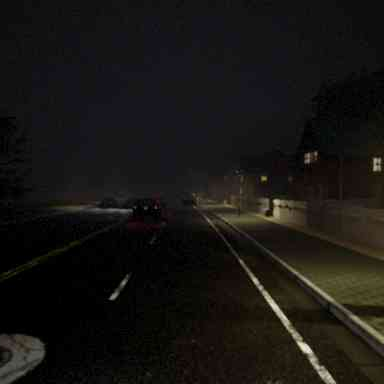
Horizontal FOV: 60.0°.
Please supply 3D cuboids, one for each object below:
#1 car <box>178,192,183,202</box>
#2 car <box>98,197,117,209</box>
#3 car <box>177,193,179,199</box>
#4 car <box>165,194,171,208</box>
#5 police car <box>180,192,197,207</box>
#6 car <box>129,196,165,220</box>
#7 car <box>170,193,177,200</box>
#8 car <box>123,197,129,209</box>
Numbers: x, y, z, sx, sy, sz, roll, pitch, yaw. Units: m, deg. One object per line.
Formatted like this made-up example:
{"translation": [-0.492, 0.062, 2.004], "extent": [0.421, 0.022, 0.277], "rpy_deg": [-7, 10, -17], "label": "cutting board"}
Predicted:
{"translation": [-0.947, 1.276, 58.754], "extent": [1.882, 1.535, 5.008], "rpy_deg": [0, 0, -4], "label": "car"}
{"translation": [-10.917, 1.388, 43.365], "extent": [1.812, 1.442, 4.674], "rpy_deg": [0, 0, -3], "label": "car"}
{"translation": [-1.360, 1.006, 64.807], "extent": [2.150, 2.045, 5.566], "rpy_deg": [0, 0, -4], "label": "car"}
{"translation": [-4.306, 1.339, 44.928], "extent": [2.128, 1.511, 4.902], "rpy_deg": [0, 0, -3], "label": "car"}
{"translation": [-0.356, 1.253, 48.814], "extent": [1.930, 1.638, 5.238], "rpy_deg": [0, 0, -3], "label": "police car"}
{"translation": [-3.602, 1.253, 27.499], "extent": [2.097, 1.767, 4.553], "rpy_deg": [0, 0, -2], "label": "car"}
{"translation": [-3.745, 1.022, 82.344], "extent": [2.097, 1.767, 4.553], "rpy_deg": [0, 0, -5], "label": "car"}
{"translation": [-7.637, 1.384, 42.765], "extent": [1.812, 1.442, 4.674], "rpy_deg": [0, 0, -3], "label": "car"}
